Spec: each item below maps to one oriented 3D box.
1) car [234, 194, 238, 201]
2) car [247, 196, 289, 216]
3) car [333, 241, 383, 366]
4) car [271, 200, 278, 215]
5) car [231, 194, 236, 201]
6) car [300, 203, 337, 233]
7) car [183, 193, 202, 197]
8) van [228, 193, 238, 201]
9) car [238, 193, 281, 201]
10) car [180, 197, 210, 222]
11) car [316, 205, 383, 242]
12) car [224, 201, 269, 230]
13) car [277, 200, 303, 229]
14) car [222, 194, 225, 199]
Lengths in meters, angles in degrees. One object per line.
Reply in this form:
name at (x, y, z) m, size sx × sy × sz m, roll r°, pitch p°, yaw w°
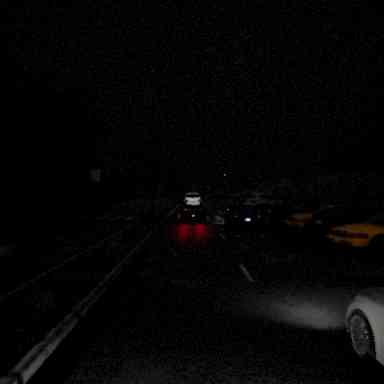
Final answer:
car at (8.064, 1.390, 40.137) m, size 4.892 × 1.521 × 2.231 m, roll 1°, pitch 0°, yaw -20°
car at (8.080, 1.392, 31.186) m, size 4.892 × 1.521 × 2.231 m, roll 1°, pitch 0°, yaw -20°
car at (3.100, 1.524, 2.824) m, size 1.812 × 1.442 × 4.674 m, roll 0°, pitch 0°, yaw 0°
car at (8.066, 1.452, 22.245) m, size 4.674 × 1.452 × 2.002 m, roll 1°, pitch 0°, yaw -20°
car at (8.244, 1.391, 43.184) m, size 5.366 × 1.575 × 1.946 m, roll 1°, pitch 0°, yaw -20°
car at (8.096, 1.469, 16.292) m, size 4.792 × 1.488 × 2.163 m, roll 1°, pitch 0°, yaw -20°
car at (0.089, 1.121, 42.093) m, size 2.150 × 2.045 × 5.566 m, roll 0°, pitch 0°, yaw 0°
van at (7.964, 1.175, 49.041) m, size 4.442 × 1.987 × 1.878 m, roll 1°, pitch 0°, yaw -20°
car at (8.099, 1.136, 34.187) m, size 5.566 × 2.045 × 2.435 m, roll 1°, pitch 0°, yaw -20°
car at (0.099, 1.404, 25.140) m, size 2.128 × 1.511 × 4.902 m, roll 0°, pitch 0°, yaw 0°
car at (7.896, 1.450, 13.230) m, size 5.366 × 1.575 × 1.946 m, roll 1°, pitch 1°, yaw -20°
car at (3.100, 1.491, 20.418) m, size 1.994 × 1.385 × 4.181 m, roll 0°, pitch 0°, yaw 0°
car at (7.897, 1.419, 19.196) m, size 5.366 × 1.575 × 1.946 m, roll 1°, pitch 0°, yaw -20°
car at (7.898, 1.402, 52.000) m, size 5.366 × 1.575 × 1.946 m, roll 1°, pitch 0°, yaw -20°
